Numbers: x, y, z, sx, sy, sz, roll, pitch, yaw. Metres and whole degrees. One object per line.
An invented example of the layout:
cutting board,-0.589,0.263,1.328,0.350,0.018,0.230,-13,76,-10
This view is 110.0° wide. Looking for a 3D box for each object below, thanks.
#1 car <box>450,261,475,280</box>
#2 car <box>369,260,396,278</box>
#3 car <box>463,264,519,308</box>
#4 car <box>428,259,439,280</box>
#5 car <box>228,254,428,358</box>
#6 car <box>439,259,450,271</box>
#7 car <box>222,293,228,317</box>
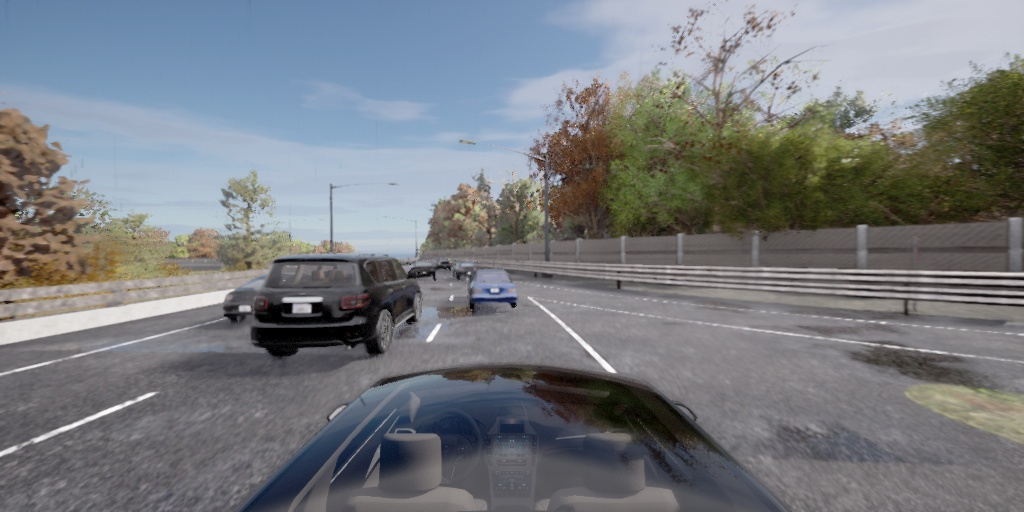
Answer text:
car,-3.848,1.152,30.000,1.812,1.442,4.674,-1,0,-14
car,-12.144,1.165,33.857,2.128,1.511,4.902,-1,0,-17
car,-0.900,1.232,14.921,2.033,1.411,5.357,-1,0,-7
car,-7.383,1.133,30.022,1.882,1.535,5.008,-1,0,-15
car,-3.703,0.964,8.713,2.150,2.045,5.566,0,0,-4
car,-8.930,1.090,45.206,1.837,1.490,4.892,0,0,-22
car,-7.605,1.281,12.207,1.812,1.442,4.674,0,0,-6
